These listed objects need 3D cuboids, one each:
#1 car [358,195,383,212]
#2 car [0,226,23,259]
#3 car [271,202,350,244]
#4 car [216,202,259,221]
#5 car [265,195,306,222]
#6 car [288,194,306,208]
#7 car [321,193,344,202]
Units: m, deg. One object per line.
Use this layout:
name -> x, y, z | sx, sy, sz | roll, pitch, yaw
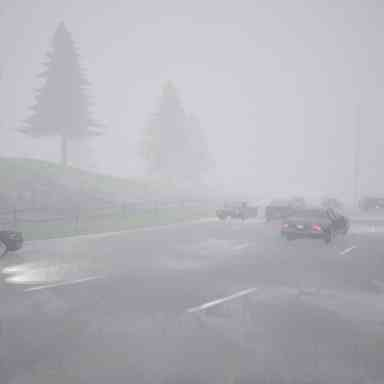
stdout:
car -> 17.620, 1.086, 32.627 | 1.837, 1.490, 4.892 | -1, 0, 18
car -> -8.334, 1.512, 10.890 | 5.008, 1.535, 1.882 | -1, 1, -35
car -> 5.724, 1.384, 15.120 | 2.033, 1.411, 5.357 | 0, 0, 36
car -> 3.542, 1.403, 24.919 | 1.895, 1.301, 4.718 | 0, 0, 27
car -> 6.592, 1.251, 23.444 | 1.882, 1.535, 5.008 | 0, 1, 27
car -> 12.662, 1.072, 40.119 | 1.882, 1.535, 5.008 | -1, 0, 18
car -> 15.237, 1.111, 36.690 | 1.812, 1.442, 4.674 | -1, 0, 18
